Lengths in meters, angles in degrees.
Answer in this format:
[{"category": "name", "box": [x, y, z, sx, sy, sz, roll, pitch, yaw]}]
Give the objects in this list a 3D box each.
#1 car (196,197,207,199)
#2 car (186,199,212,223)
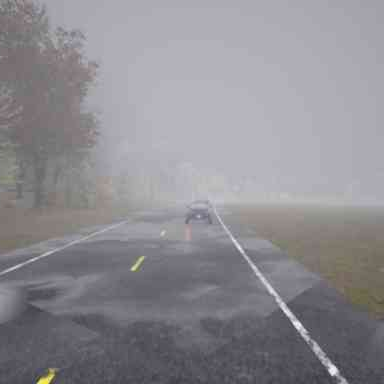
[{"category": "car", "box": [1.245, 1.390, 41.582, 1.882, 1.535, 5.008, 0, 0, 3]}, {"category": "car", "box": [0.519, 1.459, 24.485, 1.812, 1.442, 4.674, 0, 0, 2]}]
